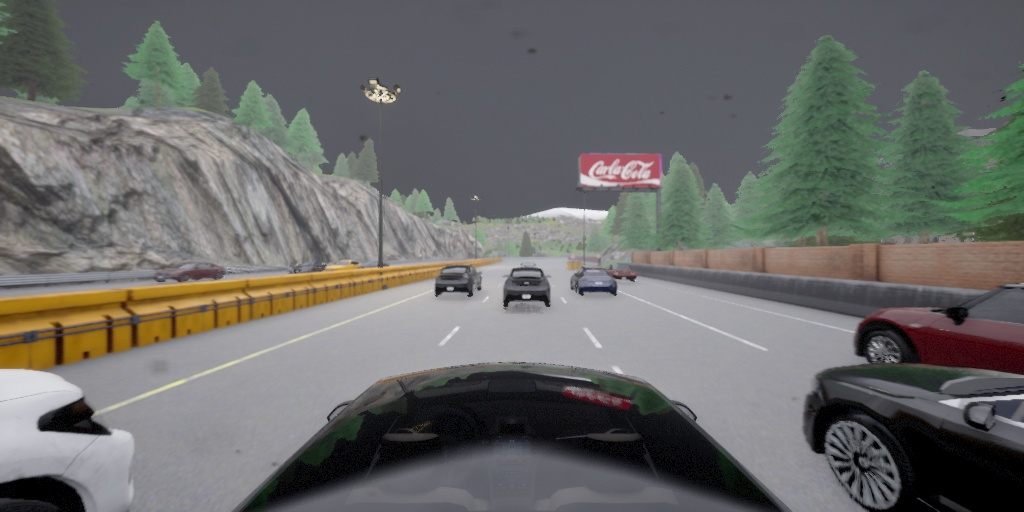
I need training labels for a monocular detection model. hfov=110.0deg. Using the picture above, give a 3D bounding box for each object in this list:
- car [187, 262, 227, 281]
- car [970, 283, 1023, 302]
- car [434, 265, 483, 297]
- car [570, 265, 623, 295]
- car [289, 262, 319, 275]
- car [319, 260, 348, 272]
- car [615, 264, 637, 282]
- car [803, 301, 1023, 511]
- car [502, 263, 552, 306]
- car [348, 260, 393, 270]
[{"bbox_3d":[-23.532,1.167,26.451,1.812,1.442,4.674,0,0,3],"label":"car"},{"bbox_3d":[7.243,1.114,4.606,2.097,1.767,4.553,0,0,1],"label":"car"},{"bbox_3d":[-2.701,1.216,18.787,1.837,1.490,4.892,0,1,3],"label":"car"},{"bbox_3d":[4.344,1.290,19.522,1.994,1.385,4.181,0,0,3],"label":"car"},{"bbox_3d":[-19.552,1.246,34.787,1.994,1.385,4.181,0,0,3],"label":"car"},{"bbox_3d":[-16.056,1.142,34.620,1.882,1.535,5.008,0,0,3],"label":"car"},{"bbox_3d":[8.265,1.319,28.281,1.895,1.301,4.718,0,0,3],"label":"car"},{"bbox_3d":[3.669,1.252,1.374,2.128,1.511,4.902,0,0,0],"label":"car"},{"bbox_3d":[0.646,1.227,15.484,1.837,1.490,4.892,0,0,3],"label":"car"},{"bbox_3d":[-12.633,1.203,33.232,2.033,1.411,5.357,0,0,3],"label":"car"}]
